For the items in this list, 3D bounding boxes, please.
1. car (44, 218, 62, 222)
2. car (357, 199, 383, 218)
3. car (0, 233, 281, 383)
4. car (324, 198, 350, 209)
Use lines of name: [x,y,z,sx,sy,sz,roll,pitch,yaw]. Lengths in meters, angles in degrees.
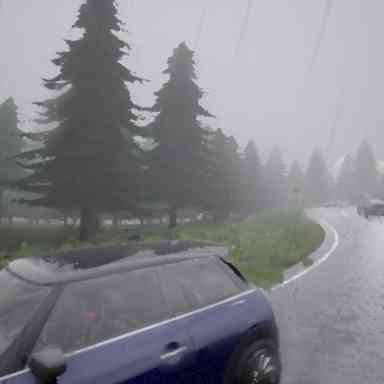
car: [-34.737,6.883,83.320,4.193,1.474,1.816,4,2,-18]
car: [15.352,1.389,28.233,1.837,1.490,4.892,2,2,17]
car: [-1.203,1.385,3.101,4.553,1.767,2.097,0,0,-41]
car: [17.480,1.333,40.063,1.895,1.301,4.718,1,0,38]
